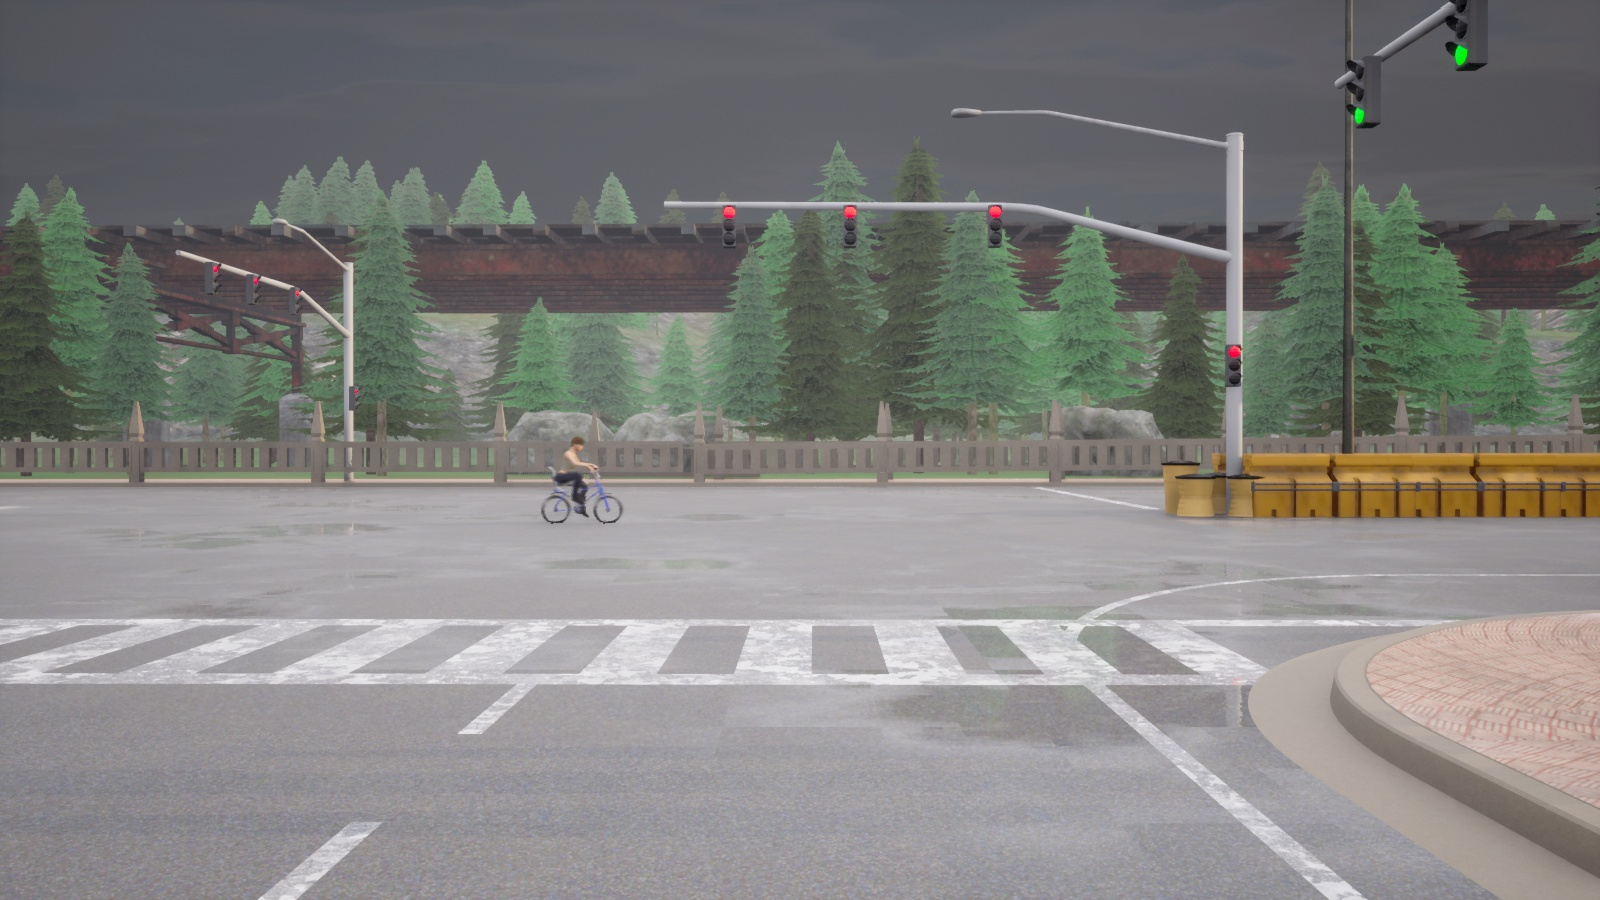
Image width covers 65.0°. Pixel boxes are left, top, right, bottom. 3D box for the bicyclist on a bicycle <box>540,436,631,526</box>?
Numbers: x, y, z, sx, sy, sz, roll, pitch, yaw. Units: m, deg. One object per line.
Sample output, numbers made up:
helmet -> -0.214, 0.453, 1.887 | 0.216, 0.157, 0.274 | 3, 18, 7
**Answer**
bicyclist on a bicycle -> -3.913, 0.550, 22.978 | 1.509, 1.612, 0.866 | 0, 0, 0
